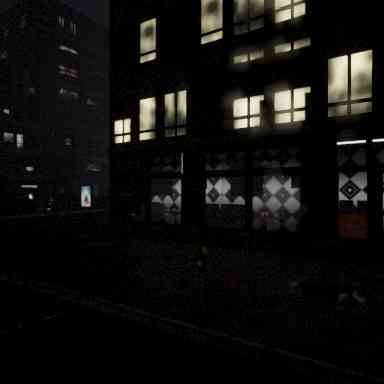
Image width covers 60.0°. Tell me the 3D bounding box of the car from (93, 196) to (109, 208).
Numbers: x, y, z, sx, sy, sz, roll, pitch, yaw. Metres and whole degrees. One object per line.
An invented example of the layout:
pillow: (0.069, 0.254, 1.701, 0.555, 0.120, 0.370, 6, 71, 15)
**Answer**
car: (-9.837, 1.072, 38.210, 1.947, 1.339, 4.313, 1, 2, 35)

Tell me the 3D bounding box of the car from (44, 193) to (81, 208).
car: (-15.676, 0.883, 39.983, 2.097, 1.767, 4.553, 0, 1, 35)

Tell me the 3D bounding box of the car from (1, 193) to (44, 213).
car: (-16.185, 1.029, 29.106, 2.192, 1.841, 5.009, 1, 2, 35)

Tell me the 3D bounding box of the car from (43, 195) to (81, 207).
car: (-16.745, 1.074, 42.954, 1.802, 1.307, 4.206, 1, 2, 35)
